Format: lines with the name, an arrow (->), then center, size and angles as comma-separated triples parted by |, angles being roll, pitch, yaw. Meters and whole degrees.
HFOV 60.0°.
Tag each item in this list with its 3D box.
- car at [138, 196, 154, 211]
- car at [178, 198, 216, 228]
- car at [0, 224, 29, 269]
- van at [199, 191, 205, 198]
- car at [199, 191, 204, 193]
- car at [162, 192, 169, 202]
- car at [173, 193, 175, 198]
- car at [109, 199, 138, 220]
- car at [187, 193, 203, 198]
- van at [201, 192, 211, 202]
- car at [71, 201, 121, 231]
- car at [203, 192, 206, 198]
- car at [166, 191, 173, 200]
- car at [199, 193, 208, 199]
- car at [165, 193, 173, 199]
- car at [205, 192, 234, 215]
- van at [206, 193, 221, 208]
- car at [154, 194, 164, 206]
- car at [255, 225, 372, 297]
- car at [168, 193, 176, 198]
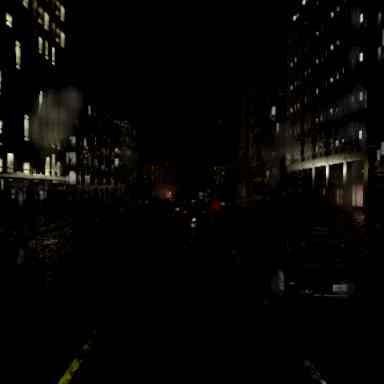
car -> -5.667, 1.280, 36.483 | 1.752, 1.417, 4.829 | -1, 0, 0
car -> 0.118, 1.349, 21.129 | 2.128, 1.511, 4.902 | 0, 0, 0
car -> -5.691, 1.495, 8.235 | 2.008, 1.369, 4.403 | -1, 0, 0
van -> 2.759, 0.703, 93.480 | 1.690, 1.788, 3.998 | -1, 0, 0
car -> 2.731, 1.039, 59.379 | 1.967, 1.590, 4.097 | -1, 0, 0
car -> -5.648, 1.150, 59.387 | 2.008, 1.369, 4.403 | -1, 0, 0
car -> -5.636, 0.796, 76.436 | 2.192, 1.841, 5.009 | -1, 0, 0
car -> -5.678, 1.270, 25.285 | 1.967, 1.590, 4.097 | -1, 0, 0
car -> 0.135, 1.213, 39.384 | 1.882, 1.535, 5.008 | 0, 0, 0
van -> 2.735, 0.900, 65.061 | 1.690, 1.788, 3.998 | -1, 0, 0
car -> -5.682, 1.450, 19.602 | 1.802, 1.307, 4.206 | -1, 0, 0
car -> 2.711, 1.068, 36.645 | 2.192, 1.841, 5.009 | -1, 0, 0
car -> -5.639, 0.961, 70.753 | 1.967, 1.590, 4.097 | -1, 0, 0
car -> 2.752, 0.992, 82.114 | 2.008, 1.369, 4.403 | -1, 0, 0
car -> -5.629, 1.024, 82.121 | 1.802, 1.307, 4.206 | -1, 0, 0
car -> 2.706, 1.107, 30.961 | 2.192, 1.841, 5.009 | -1, 0, 0
van -> 2.716, 1.056, 42.328 | 1.690, 1.788, 3.998 | -1, 0, 0
car -> -5.658, 1.243, 48.020 | 1.947, 1.339, 4.313 | -1, 0, 0
car -> 2.689, 1.495, 8.228 | 2.008, 1.369, 4.403 | -1, 0, 0
car -> -5.619, 0.945, 93.489 | 1.802, 1.307, 4.206 | -1, 0, 0
